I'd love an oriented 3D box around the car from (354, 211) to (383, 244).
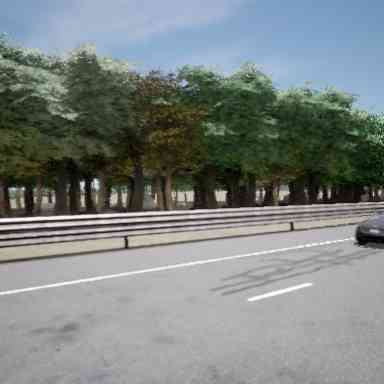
[{"bbox_3d":[8.819,1.499,14.189,4.181,1.385,1.994,0,0,-34],"label":"car"}]
